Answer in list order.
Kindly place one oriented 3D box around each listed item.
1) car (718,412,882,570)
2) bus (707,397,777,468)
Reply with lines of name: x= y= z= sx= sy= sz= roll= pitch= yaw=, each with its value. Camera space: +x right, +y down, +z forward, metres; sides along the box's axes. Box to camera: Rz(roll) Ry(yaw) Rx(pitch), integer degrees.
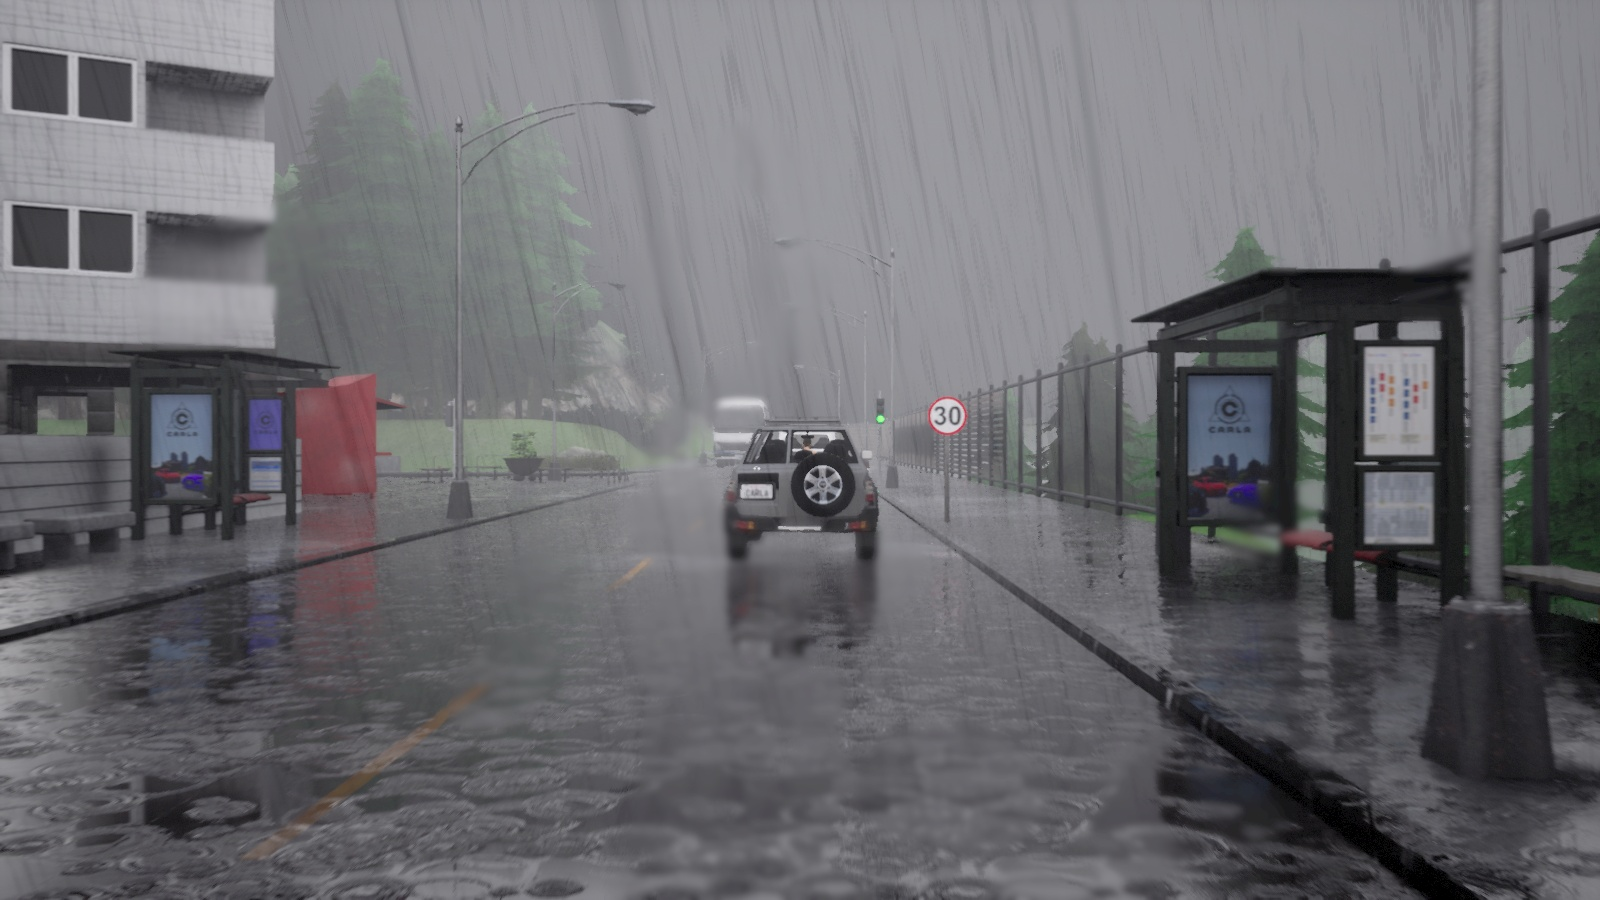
car: x=0.092 y=0.473 z=17.070 sx=1.932 sy=1.855 sz=4.605 roll=0 pitch=0 yaw=2
bus: x=-3.561 y=-1.055 z=80.324 sx=3.944 sy=4.253 sz=10.273 roll=0 pitch=0 yaw=0
